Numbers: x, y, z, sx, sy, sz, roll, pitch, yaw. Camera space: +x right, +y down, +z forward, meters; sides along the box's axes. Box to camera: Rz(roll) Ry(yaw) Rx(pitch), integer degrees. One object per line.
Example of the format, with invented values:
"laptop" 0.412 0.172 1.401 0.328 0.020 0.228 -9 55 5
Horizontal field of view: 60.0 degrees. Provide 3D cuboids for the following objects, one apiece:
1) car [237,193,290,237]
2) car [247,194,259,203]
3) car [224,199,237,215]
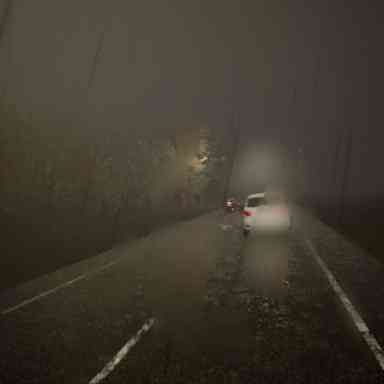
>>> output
"car" 3.923 1.078 17.536 2.150 2.045 5.566 -4 0 14
"car" 11.693 1.205 63.519 1.994 1.385 4.181 -4 -1 14
"car" 4.493 1.438 34.346 2.128 1.511 4.902 -4 -1 14
